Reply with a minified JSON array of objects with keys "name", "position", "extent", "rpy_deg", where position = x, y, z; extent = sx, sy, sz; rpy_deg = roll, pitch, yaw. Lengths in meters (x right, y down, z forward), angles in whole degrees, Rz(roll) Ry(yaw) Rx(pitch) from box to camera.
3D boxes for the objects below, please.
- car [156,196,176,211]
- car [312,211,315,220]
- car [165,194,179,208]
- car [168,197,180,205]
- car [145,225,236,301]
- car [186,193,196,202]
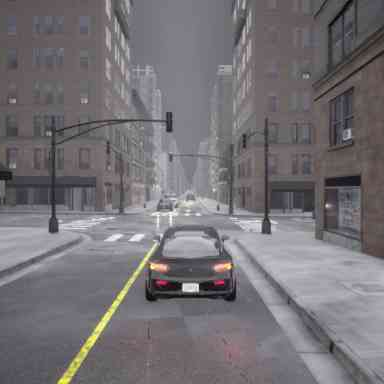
[{"name":"car","position":[-3.264,1.557,40.800],"extent":[1.837,1.490,4.892],"rpy_deg":[0,0,-2]},{"name":"car","position":[12.257,1.722,26.824],"extent":[5.008,1.535,1.882],"rpy_deg":[1,0,-1]},{"name":"car","position":[-3.285,1.294,50.854],"extent":[2.150,2.045,5.566],"rpy_deg":[0,0,0]},{"name":"car","position":[-3.293,1.641,61.433],"extent":[2.033,1.411,5.357],"rpy_deg":[0,0,0]},{"name":"car","position":[-0.024,1.527,8.196],"extent":[1.812,1.442,4.674],"rpy_deg":[0,0,0]},{"name":"car","position":[-0.306,1.360,81.732],"extent":[2.150,2.045,5.566],"rpy_deg":[0,0,0]}]
